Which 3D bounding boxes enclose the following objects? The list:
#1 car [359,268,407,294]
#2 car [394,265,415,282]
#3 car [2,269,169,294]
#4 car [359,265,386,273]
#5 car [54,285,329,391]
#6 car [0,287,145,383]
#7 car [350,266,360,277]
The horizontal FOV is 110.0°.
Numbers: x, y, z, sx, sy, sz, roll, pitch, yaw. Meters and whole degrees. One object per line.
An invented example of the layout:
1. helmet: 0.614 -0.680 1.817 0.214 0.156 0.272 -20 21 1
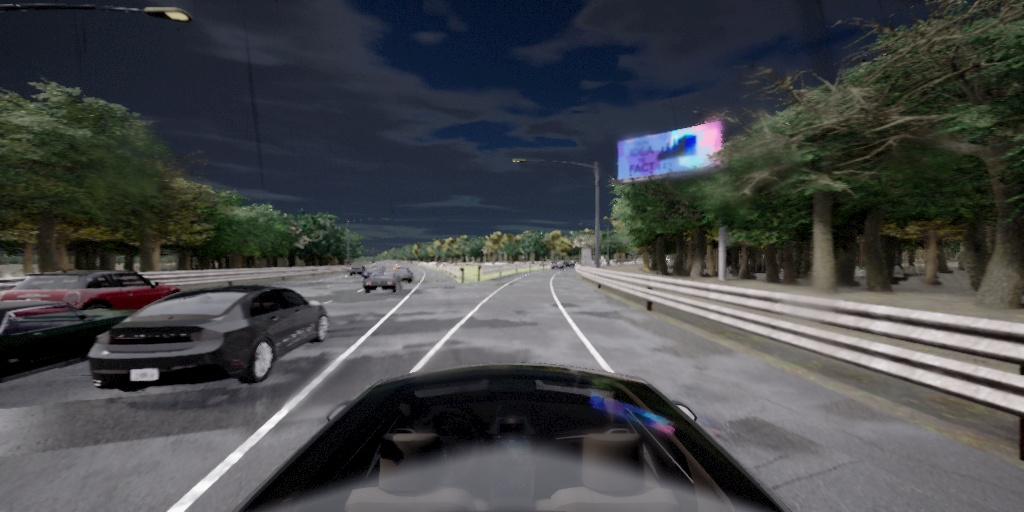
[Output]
1. car: -8.204 1.662 23.212 1.895 1.301 4.718 0 -1 -11
2. car: -10.594 1.829 34.833 1.994 1.385 4.181 0 -1 -12
3. car: -13.009 1.244 11.547 2.097 1.767 4.553 0 -1 -11
4. car: -15.070 1.959 39.505 1.895 1.301 4.718 0 -1 -12
5. car: -5.157 1.316 6.999 1.837 1.490 4.892 0 -1 -10
6. car: -8.427 1.403 5.985 1.895 1.301 4.718 0 -1 -10
7. car: -20.793 2.046 48.896 1.837 1.490 4.892 0 -1 -13
